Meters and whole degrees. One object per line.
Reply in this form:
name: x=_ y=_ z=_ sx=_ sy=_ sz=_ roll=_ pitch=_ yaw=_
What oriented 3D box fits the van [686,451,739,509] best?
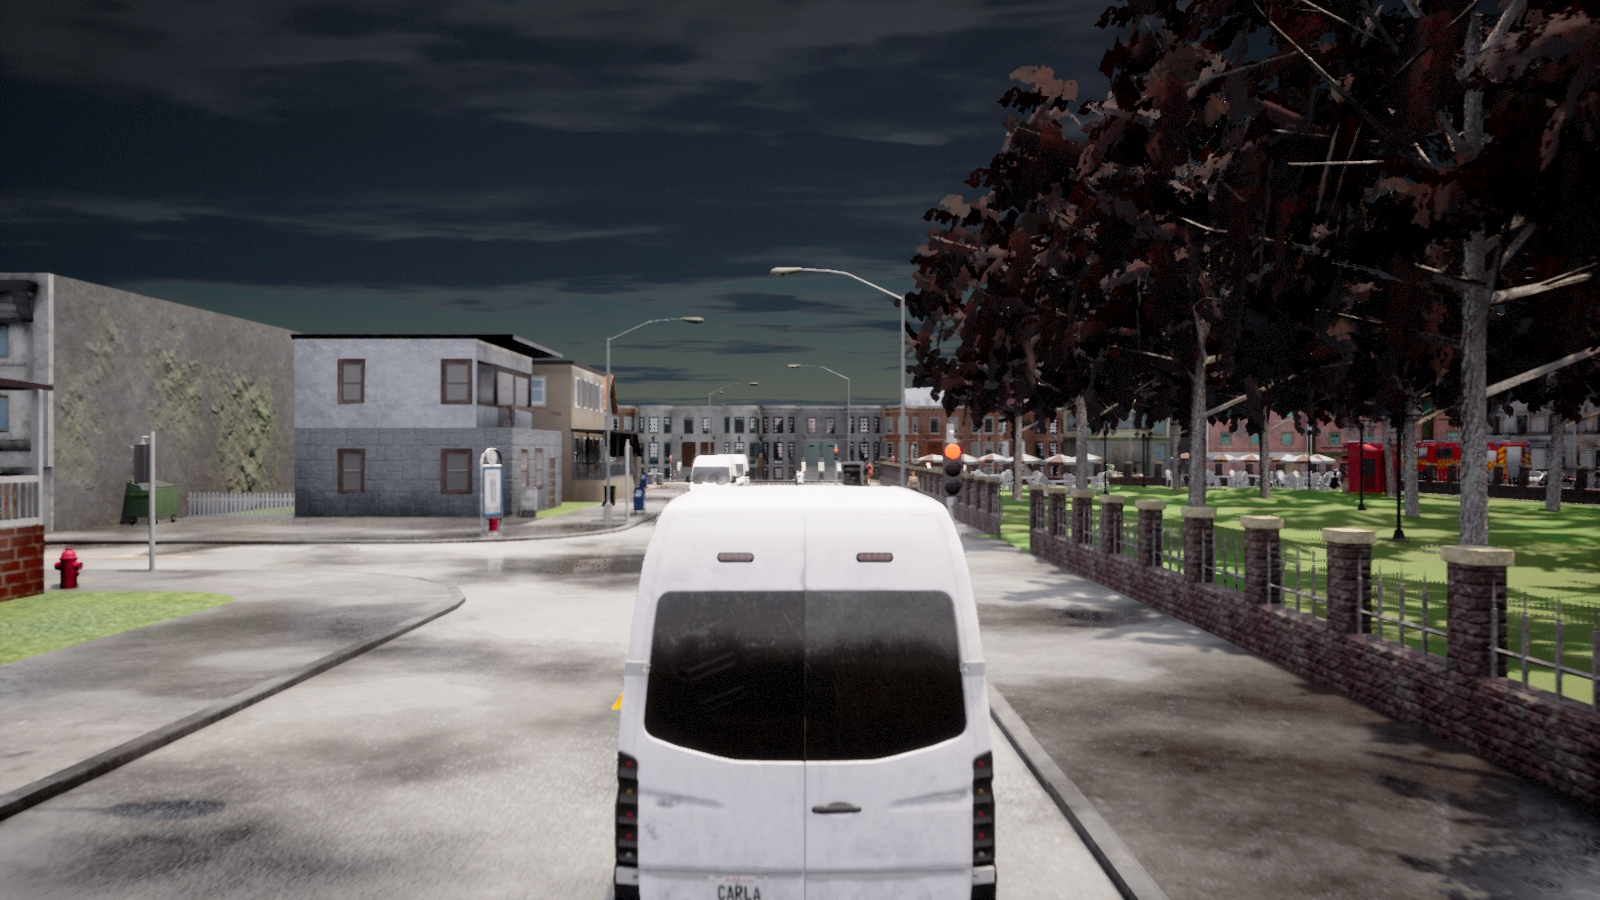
van: x=-3.982 y=1.315 z=53.022 sx=1.988 sy=2.561 sz=5.915 roll=0 pitch=0 yaw=0

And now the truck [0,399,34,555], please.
truck: x=-23.905 y=0.671 z=27.892 sx=8.468 sy=3.827 sz=2.891 roll=0 pitch=0 yaw=0

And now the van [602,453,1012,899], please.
van: x=0.022 y=1.314 z=8.498 sx=1.988 sy=2.561 sz=5.915 roll=0 pitch=0 yaw=0

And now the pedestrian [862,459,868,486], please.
pedestrian: x=4.430 y=1.517 z=77.805 sx=0.375 sy=1.860 sz=0.375 roll=0 pitch=0 yaw=-4

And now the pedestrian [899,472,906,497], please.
pedestrian: x=5.373 y=1.805 z=59.943 sx=0.375 sy=1.300 sz=0.375 roll=0 pitch=0 yaw=0

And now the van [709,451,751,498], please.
van: x=-3.954 y=1.315 z=65.097 sx=1.988 sy=2.561 sz=5.915 roll=0 pitch=0 yaw=0

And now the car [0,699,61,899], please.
car: x=-3.965 y=1.806 z=2.887 sx=1.789 sy=1.549 sz=3.705 roll=0 pitch=0 yaw=0

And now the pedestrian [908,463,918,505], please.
pedestrian: x=5.037 y=1.525 z=50.960 sx=0.375 sy=1.860 sz=0.375 roll=0 pitch=0 yaw=-2
